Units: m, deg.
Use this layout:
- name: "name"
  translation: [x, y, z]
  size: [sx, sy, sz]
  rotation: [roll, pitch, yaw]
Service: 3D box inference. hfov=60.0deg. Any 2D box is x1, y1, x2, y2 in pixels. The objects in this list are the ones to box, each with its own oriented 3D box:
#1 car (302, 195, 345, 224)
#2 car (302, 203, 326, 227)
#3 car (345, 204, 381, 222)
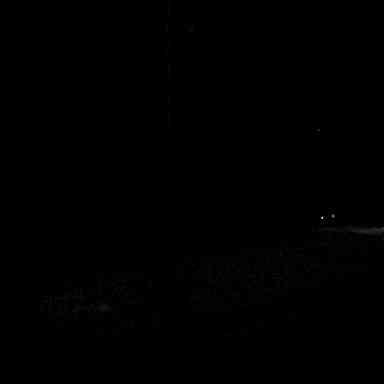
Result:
- name: "car"
  translation: [7.817, 1.260, 24.405]
  size: [2.150, 2.045, 5.566]
  rotation: [1, 0, -35]
- name: "car"
  translation: [6.278, 1.584, 22.184]
  size: [1.947, 1.339, 4.313]
  rotation: [1, 0, -35]
- name: "car"
  translation: [12.817, 1.644, 26.839]
  size: [1.947, 1.339, 4.313]
  rotation: [1, 0, -35]
